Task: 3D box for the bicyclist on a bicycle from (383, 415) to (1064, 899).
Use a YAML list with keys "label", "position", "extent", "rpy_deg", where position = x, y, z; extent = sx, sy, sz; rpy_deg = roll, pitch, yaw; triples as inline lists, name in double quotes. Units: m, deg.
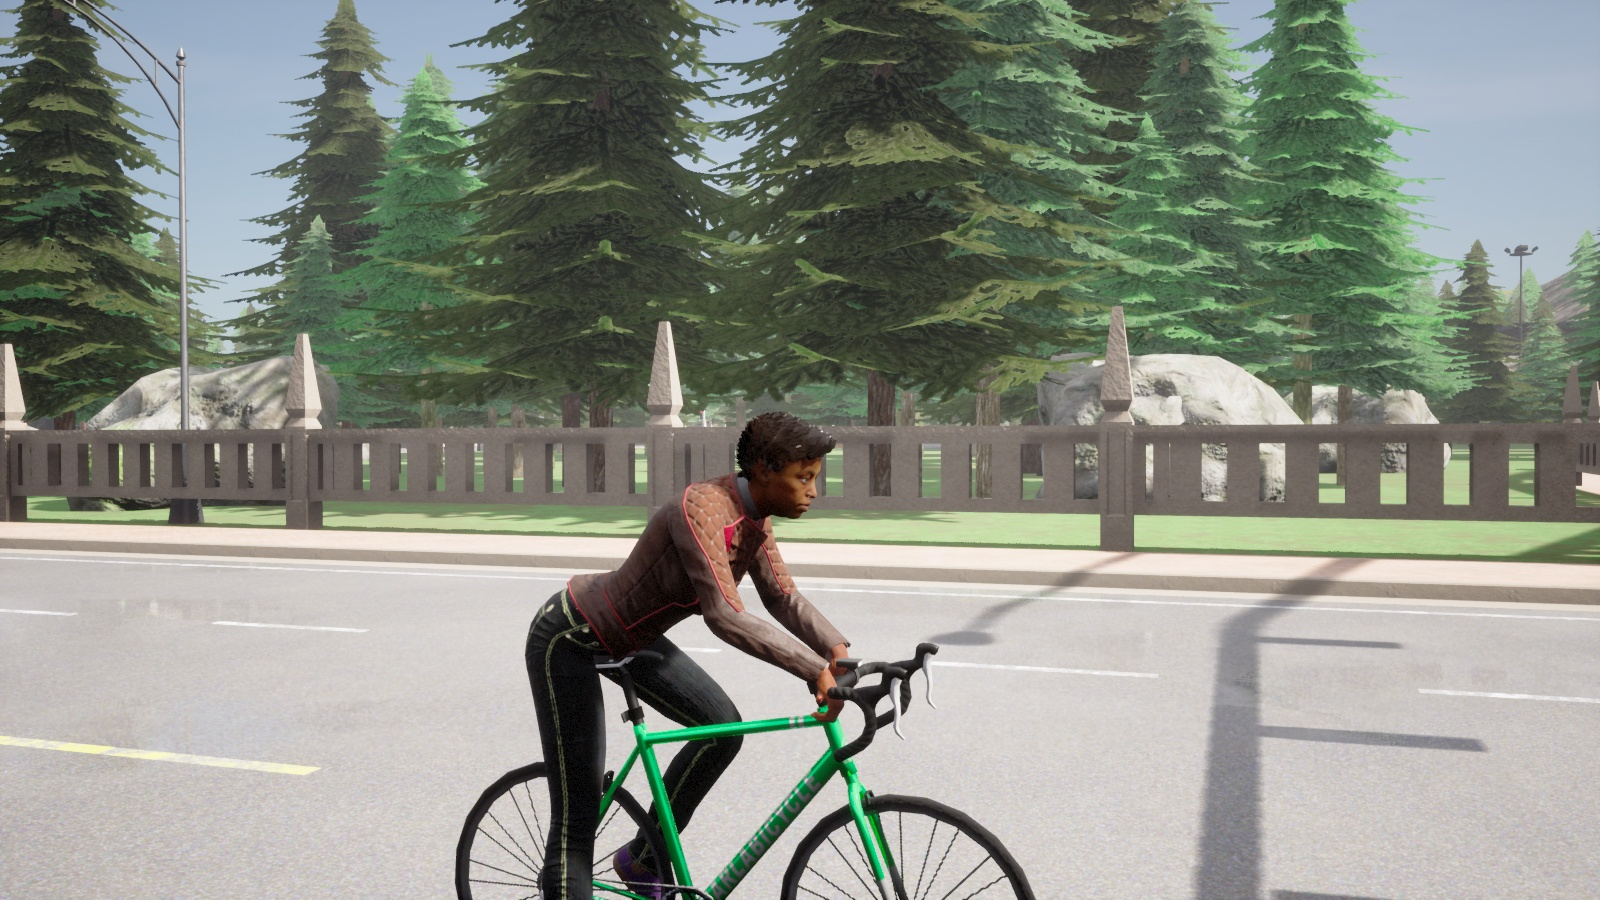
- label: "bicyclist on a bicycle"
  position: [-0.200, 0.726, 3.259]
  extent: [1.656, 1.620, 0.582]
  rpy_deg: [1, 1, 19]
